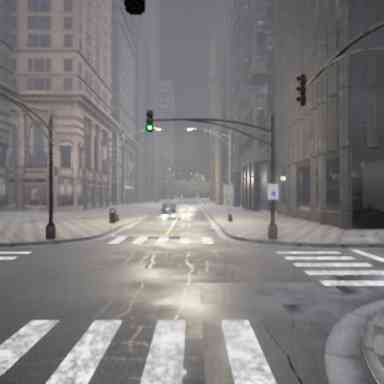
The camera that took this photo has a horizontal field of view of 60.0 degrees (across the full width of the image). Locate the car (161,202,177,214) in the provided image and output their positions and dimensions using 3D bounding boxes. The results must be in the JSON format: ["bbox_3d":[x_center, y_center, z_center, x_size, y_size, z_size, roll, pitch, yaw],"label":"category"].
[{"bbox_3d":[-2.983,2.018,43.553,2.128,1.511,4.902,0,-1,0],"label":"car"}]
